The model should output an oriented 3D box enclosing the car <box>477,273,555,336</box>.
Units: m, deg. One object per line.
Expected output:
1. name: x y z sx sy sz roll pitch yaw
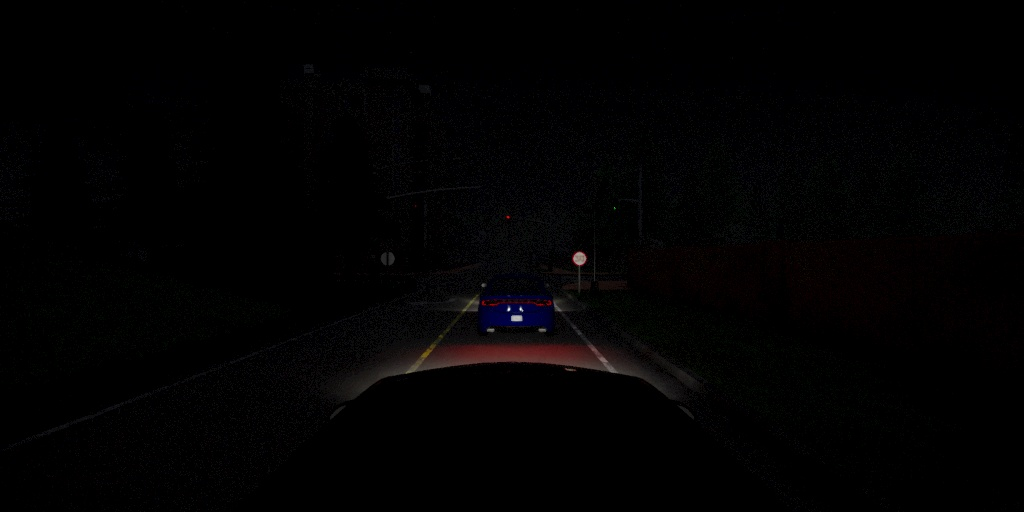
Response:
1. car: 0.098 1.228 10.415 1.882 1.535 5.008 0 0 0
